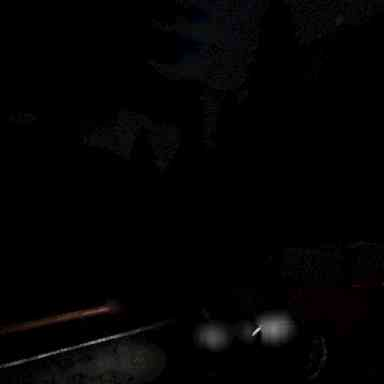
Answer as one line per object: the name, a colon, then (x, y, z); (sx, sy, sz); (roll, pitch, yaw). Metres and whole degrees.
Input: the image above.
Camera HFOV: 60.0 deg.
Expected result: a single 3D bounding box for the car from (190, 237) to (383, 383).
car: (2.163, 1.526, 5.487); (4.674, 1.442, 1.812); (0, 0, -35)
